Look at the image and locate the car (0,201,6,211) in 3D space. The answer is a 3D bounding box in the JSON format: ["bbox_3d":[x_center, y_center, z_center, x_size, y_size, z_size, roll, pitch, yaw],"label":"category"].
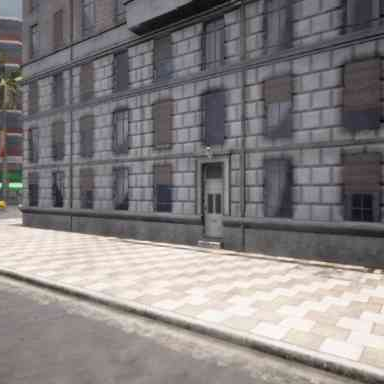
[{"bbox_3d":[-23.908,1.478,37.719,1.882,1.535,5.008,0,0,36],"label":"car"}]
